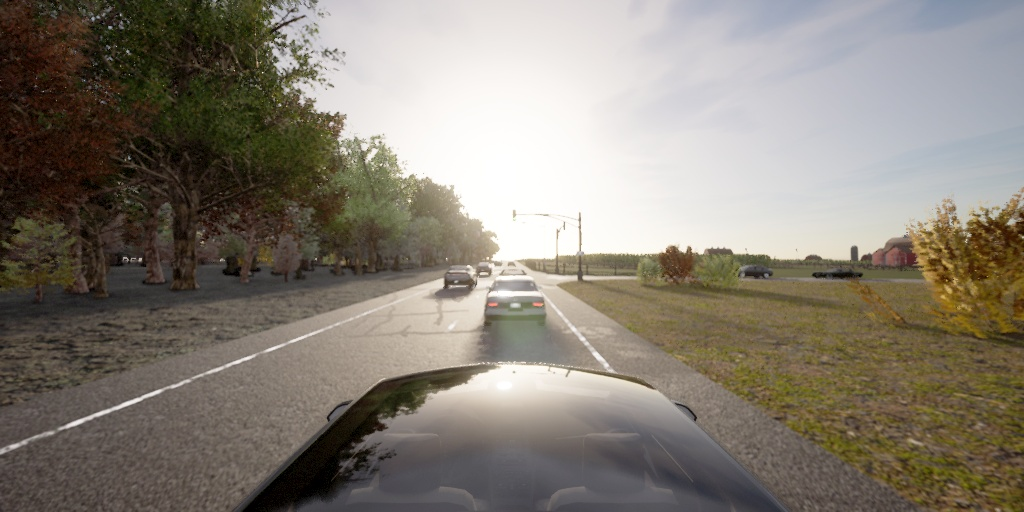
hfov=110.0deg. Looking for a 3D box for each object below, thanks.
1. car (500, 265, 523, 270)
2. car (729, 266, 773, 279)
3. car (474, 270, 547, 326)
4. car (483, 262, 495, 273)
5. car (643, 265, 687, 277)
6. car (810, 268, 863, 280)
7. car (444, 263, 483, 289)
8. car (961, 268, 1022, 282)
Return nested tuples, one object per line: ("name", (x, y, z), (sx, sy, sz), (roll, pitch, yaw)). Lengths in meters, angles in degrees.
("car", (0.063, 1.500, 23.632), (1.895, 1.301, 4.718), (0, 0, 0))
("car", (27.920, 1.882, 42.187), (4.892, 1.490, 1.837), (1, -1, 0))
("car", (0.077, 1.368, 11.975), (2.033, 1.411, 5.357), (0, 0, 0))
("car", (-3.472, 1.567, 44.961), (1.812, 1.442, 4.674), (0, 0, 0))
("car", (17.934, 1.761, 42.238), (4.902, 1.511, 2.128), (1, -1, 1))
("car", (38.104, 2.089, 42.149), (4.718, 1.301, 1.895), (1, -1, 0))
("car", (-3.437, 1.398, 24.589), (2.128, 1.511, 4.902), (0, 0, 0))
("car", (51.359, 2.148, 38.484), (4.718, 1.301, 1.895), (1, -1, 1))
